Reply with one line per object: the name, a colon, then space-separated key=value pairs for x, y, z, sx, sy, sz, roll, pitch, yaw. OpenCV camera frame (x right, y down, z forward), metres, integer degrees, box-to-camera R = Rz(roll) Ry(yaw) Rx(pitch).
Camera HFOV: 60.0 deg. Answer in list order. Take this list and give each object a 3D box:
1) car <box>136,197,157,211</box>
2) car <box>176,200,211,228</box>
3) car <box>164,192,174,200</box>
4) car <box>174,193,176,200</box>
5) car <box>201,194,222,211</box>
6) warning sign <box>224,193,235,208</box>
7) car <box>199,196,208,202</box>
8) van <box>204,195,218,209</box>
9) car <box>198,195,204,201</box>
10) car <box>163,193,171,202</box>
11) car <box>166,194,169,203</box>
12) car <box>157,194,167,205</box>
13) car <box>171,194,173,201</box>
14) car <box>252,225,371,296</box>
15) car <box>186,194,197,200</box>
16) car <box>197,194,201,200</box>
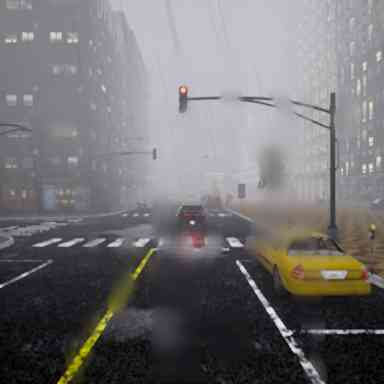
car: x=-5.808 y=1.537 z=40.773 sx=2.008 sy=1.369 sz=4.403 roll=0 pitch=0 yaw=0
car: x=0.022 y=1.518 z=22.072 sx=1.837 sy=1.490 sz=4.892 roll=0 pitch=1 yaw=0
car: x=-5.919 y=1.457 z=79.459 sx=1.967 sy=1.590 sz=4.097 roll=0 pitch=0 yaw=0
car: x=-5.949 y=1.556 z=90.342 sx=1.752 sy=1.417 sz=4.829 roll=0 pitch=0 yaw=0
car: x=2.571 y=1.301 z=40.796 sx=2.192 sy=1.841 sz=5.009 roll=0 pitch=0 yaw=0
warning sign: x=4.948 y=1.102 z=44.060 sx=1.300 sy=1.860 sz=1.060 roll=0 pitch=0 yaw=0
car: x=2.477 y=1.555 z=73.956 sx=1.887 sy=1.381 sz=4.507 roll=0 pitch=0 yaw=0
van: x=2.555 y=1.329 z=46.322 sx=1.690 sy=1.788 sz=3.998 roll=0 pitch=0 yaw=0
car: x=2.430 y=1.556 z=90.706 sx=1.752 sy=1.417 sz=4.829 roll=0 pitch=0 yaw=0
car: x=-5.888 y=1.445 z=68.406 sx=1.967 sy=1.590 sz=4.097 roll=0 pitch=0 yaw=0
car: x=-5.871 y=1.544 z=62.878 sx=1.887 sy=1.381 sz=4.507 roll=0 pitch=0 yaw=0
car: x=-5.855 y=1.545 z=57.352 sx=2.008 sy=1.369 sz=4.403 roll=0 pitch=0 yaw=0
car: x=-5.903 y=1.592 z=73.933 sx=1.802 sy=1.307 sz=4.206 roll=0 pitch=0 yaw=0
car: x=2.663 y=1.519 z=8.554 sx=1.752 sy=1.417 sz=4.829 roll=0 pitch=0 yaw=0
car: x=-0.198 y=1.361 z=69.951 sx=2.097 sy=1.767 sz=4.553 roll=0 pitch=0 yaw=0
car: x=2.508 y=1.314 z=62.902 sx=2.192 sy=1.841 sz=5.009 roll=0 pitch=0 yaw=0
